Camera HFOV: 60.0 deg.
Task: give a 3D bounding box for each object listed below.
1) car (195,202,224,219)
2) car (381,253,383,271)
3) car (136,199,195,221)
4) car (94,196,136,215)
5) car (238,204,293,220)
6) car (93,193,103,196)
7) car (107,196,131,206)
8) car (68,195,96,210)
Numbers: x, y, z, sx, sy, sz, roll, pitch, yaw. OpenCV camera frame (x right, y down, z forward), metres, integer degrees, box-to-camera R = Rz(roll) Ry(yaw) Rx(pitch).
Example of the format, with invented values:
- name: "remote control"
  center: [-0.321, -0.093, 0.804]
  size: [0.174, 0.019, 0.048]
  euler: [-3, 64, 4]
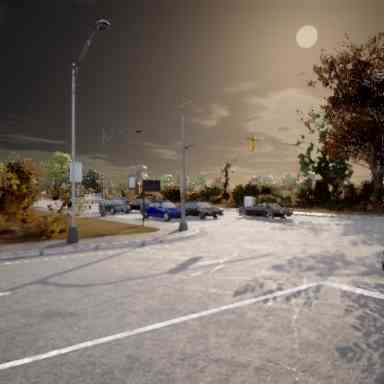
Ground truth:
- name: "car"
  center: [0.471, 1.583, 29.800]
  size: [2.033, 1.411, 5.357]
  euler: [0, 0, -39]
- name: "car"
  center: [7.016, 1.571, 9.595]
  size: [2.033, 1.411, 5.357]
  euler: [0, 0, 43]
- name: "car"
  center: [-2.318, 1.506, 27.679]
  size: [1.882, 1.535, 5.008]
  euler: [0, 0, -40]
- name: "car"
  center: [-8.195, 1.532, 35.008]
  size: [1.837, 1.490, 4.892]
  euler: [0, 0, -39]
- name: "car"
  center: [6.202, 1.645, 28.686]
  size: [1.895, 1.301, 4.718]
  euler: [0, 0, -38]
- name: "car"
  center: [-19.347, 1.266, 65.924]
  size: [2.150, 2.045, 5.566]
  euler: [0, 0, -38]
- name: "car"
  center: [-12.789, 1.538, 57.838]
  size: [2.128, 1.511, 4.902]
  euler: [0, 0, -39]
- name: "car"
  center: [-14.556, 1.517, 42.952]
  size: [2.128, 1.511, 4.902]
  euler: [0, 0, -38]
